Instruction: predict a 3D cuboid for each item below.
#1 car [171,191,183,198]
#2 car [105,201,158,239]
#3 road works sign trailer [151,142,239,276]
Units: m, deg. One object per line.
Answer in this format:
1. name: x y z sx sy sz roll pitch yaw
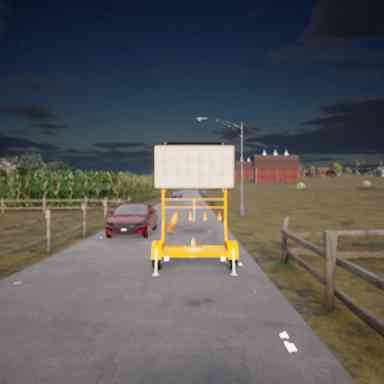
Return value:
1. car: -2.639 0.632 58.797 1.882 1.535 5.008 0 1 1
2. car: -2.802 1.249 16.200 1.882 1.535 5.008 0 1 0
3. road works sign trailer: 0.068 0.325 9.874 2.380 3.560 2.880 0 1 0
